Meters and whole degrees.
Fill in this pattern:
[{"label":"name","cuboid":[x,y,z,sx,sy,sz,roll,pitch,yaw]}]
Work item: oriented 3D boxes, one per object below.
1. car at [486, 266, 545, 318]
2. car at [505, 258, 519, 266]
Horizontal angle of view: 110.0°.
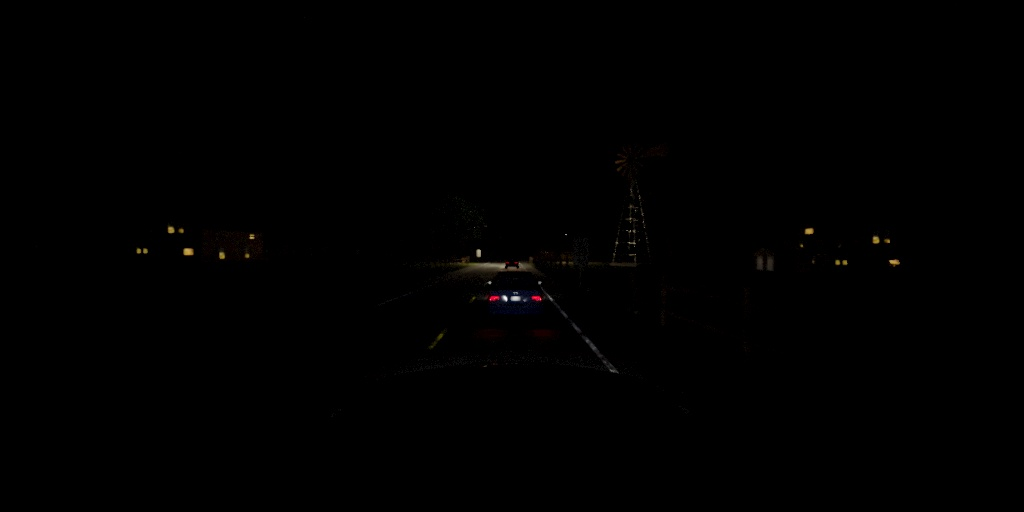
[{"label":"car","cuboid":[0.101,1.244,12.680,2.033,1.411,5.357,0,0,0]},{"label":"car","cuboid":[0.009,1.035,50.048,1.812,1.442,4.674,0,0,0]}]
